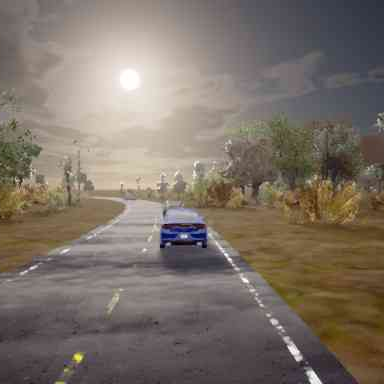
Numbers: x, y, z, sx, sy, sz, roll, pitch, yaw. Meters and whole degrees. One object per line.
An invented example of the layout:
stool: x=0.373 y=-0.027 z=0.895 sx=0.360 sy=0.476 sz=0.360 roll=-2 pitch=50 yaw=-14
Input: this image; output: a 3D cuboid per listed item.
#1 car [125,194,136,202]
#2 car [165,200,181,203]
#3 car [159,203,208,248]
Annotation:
car: x=-13.857 y=1.234 z=74.487 sx=2.097 sy=1.767 sz=4.553 roll=0 pitch=0 yaw=-16
car: x=-1.706 y=1.495 z=29.755 sx=2.128 sy=1.511 sz=4.902 roll=0 pitch=0 yaw=-6
car: x=-0.427 y=1.485 z=14.727 sx=1.882 sy=1.535 sz=5.008 roll=0 pitch=0 yaw=-3
